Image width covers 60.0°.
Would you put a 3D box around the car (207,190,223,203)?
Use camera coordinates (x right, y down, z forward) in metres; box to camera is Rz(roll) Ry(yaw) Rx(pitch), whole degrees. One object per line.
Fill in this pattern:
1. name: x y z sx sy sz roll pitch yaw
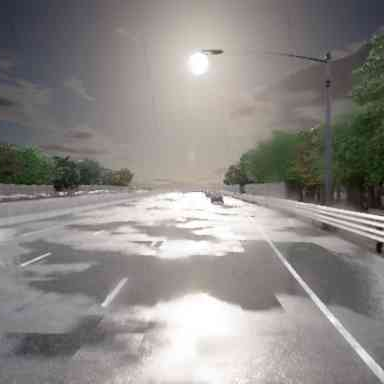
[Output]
1. car: 4.206 0.908 57.181 2.097 1.767 4.553 0 1 1

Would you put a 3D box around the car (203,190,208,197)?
1. car: 4.622 0.701 85.776 1.895 1.301 4.718 0 1 1
